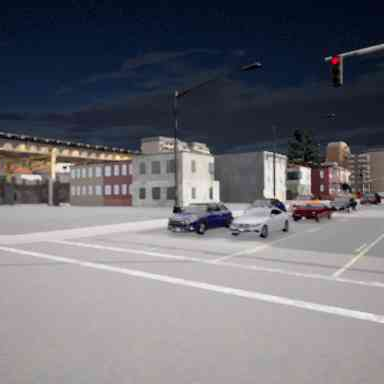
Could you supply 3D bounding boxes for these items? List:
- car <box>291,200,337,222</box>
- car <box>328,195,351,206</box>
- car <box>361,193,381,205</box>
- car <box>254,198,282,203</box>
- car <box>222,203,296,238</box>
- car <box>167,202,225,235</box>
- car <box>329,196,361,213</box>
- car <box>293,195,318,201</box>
[{"bbox_3d":[9.239,1.514,25.423,1.895,1.301,4.718,-1,0,37],"label":"car"},{"bbox_3d":[20.573,1.192,46.407,1.895,1.301,4.718,-1,0,37],"label":"car"},{"bbox_3d":[24.703,0.915,46.067,2.097,1.767,4.553,-1,0,37],"label":"car"},{"bbox_3d":[5.844,1.315,26.717,2.097,1.767,4.553,-1,0,37],"label":"car"},{"bbox_3d":[3.800,1.545,18.128,1.812,1.442,4.674,-1,0,37],"label":"car"},{"bbox_3d":[0.552,1.418,19.599,2.097,1.767,4.553,-1,0,37],"label":"car"},{"bbox_3d":[15.294,1.264,33.557,1.837,1.490,4.892,-1,1,37],"label":"car"},{"bbox_3d":[11.805,1.166,34.729,2.097,1.767,4.553,-1,0,37],"label":"car"}]
